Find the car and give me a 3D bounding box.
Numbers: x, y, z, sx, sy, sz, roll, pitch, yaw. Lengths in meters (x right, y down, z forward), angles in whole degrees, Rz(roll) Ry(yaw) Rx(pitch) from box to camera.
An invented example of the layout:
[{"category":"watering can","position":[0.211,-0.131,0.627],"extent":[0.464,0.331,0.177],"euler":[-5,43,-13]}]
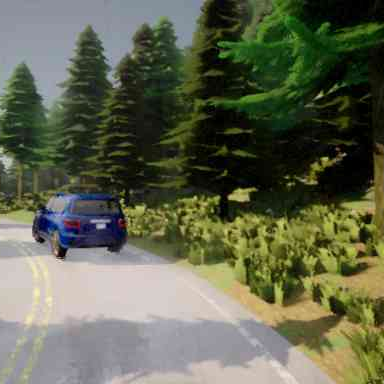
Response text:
[{"category":"car","position":[-4.310,1.064,12.392],"extent":[2.150,2.045,5.566],"euler":[2,0,-35]}]
